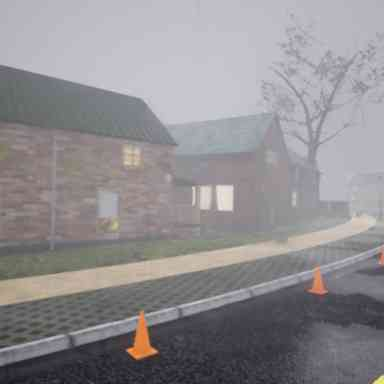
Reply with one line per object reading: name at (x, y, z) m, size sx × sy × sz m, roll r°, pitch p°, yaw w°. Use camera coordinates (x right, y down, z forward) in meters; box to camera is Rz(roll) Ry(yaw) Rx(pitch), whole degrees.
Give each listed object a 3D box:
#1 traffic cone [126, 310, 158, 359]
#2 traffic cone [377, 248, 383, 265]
traffic cone at (-0.715, 2.002, 4.778) m, size 0.340 × 0.580 × 0.340 m, roll 1°, pitch -1°, yaw -38°
traffic cone at (6.497, 2.131, 11.223) m, size 0.340 × 0.580 × 0.340 m, roll 0°, pitch -1°, yaw 44°
